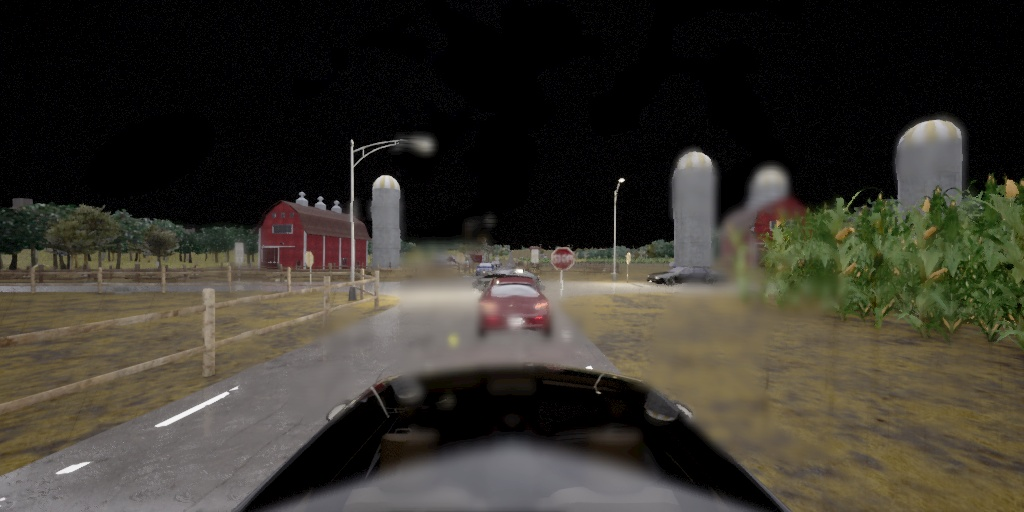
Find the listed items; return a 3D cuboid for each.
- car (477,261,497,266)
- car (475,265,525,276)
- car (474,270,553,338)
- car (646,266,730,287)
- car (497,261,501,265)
[{"bbox_3d":[-2.920,1.434,39.903,1.812,1.442,4.674,0,0,0],"label":"car"},{"bbox_3d":[-0.219,1.373,20.739,1.994,1.385,4.181,-2,-1,42],"label":"car"},{"bbox_3d":[0.035,1.283,10.124,1.812,1.442,4.674,0,0,-2],"label":"car"},{"bbox_3d":[12.531,1.419,25.617,5.357,1.411,2.033,0,1,-2],"label":"car"},{"bbox_3d":[-2.933,1.532,48.929,1.994,1.385,4.181,0,0,0],"label":"car"}]
